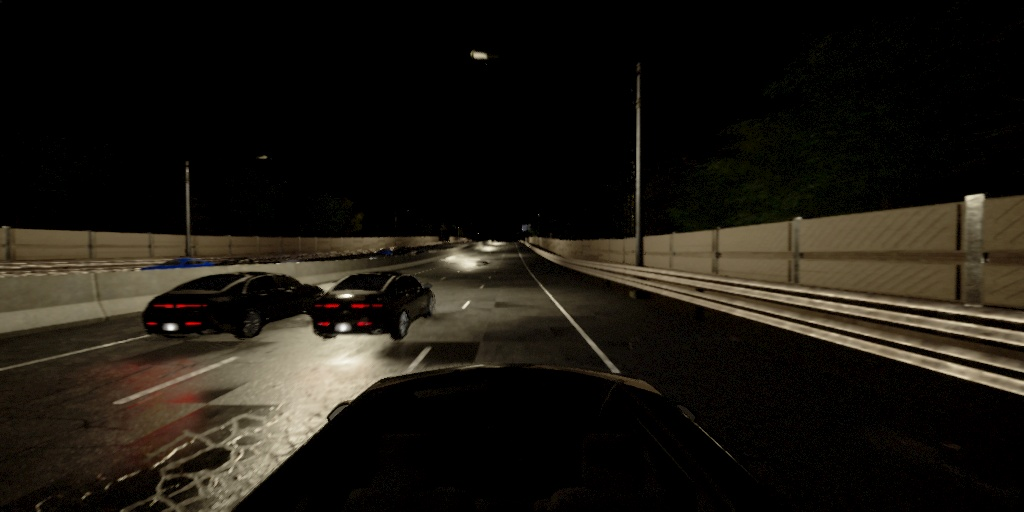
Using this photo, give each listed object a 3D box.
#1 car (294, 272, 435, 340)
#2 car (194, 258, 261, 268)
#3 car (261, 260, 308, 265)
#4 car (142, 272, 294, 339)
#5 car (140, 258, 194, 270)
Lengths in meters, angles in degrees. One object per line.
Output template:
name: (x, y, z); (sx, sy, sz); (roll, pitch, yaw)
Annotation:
car: (-3.397, 1.165, 9.636); (1.837, 1.490, 4.892); (0, 1, 0)
car: (-21.077, 0.963, 27.455); (1.837, 1.490, 4.892); (0, 1, 0)
car: (-17.570, 0.998, 28.953); (1.994, 1.385, 4.181); (0, 1, 0)
car: (-6.897, 1.165, 9.666); (1.837, 1.490, 4.892); (0, 1, 0)
car: (-24.575, 0.946, 26.653); (1.882, 1.535, 5.008); (0, 1, 0)
